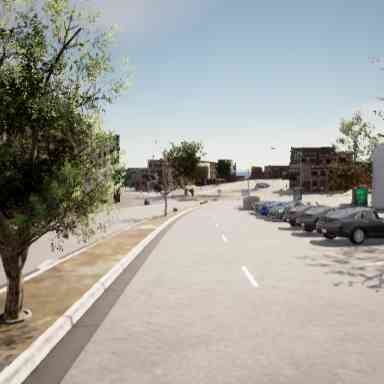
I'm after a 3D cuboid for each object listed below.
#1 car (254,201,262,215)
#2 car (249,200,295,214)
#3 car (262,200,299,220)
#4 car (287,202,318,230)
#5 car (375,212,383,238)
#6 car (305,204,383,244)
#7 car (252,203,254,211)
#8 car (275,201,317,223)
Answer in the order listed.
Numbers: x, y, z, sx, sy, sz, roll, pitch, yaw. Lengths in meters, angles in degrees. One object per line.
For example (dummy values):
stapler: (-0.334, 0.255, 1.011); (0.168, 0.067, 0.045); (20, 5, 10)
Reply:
car: (8.650, 1.634, 30.149); (5.008, 1.535, 2.097); (1, -1, -16)
car: (9.343, 1.763, 38.995); (4.792, 1.488, 2.163); (1, -1, -15)
car: (8.525, 1.480, 27.209); (4.553, 1.767, 2.185); (1, 0, -17)
car: (8.158, 1.524, 18.347); (4.892, 1.521, 2.231); (1, -1, -18)
car: (8.076, 1.459, 9.475); (5.008, 1.535, 2.097); (1, 0, -20)
car: (8.103, 1.501, 15.388); (4.892, 1.521, 2.231); (1, -1, -19)
car: (8.849, 1.706, 33.091); (4.674, 1.452, 2.002); (1, 0, -15)
car: (8.239, 1.550, 21.302); (4.892, 1.521, 2.231); (1, -1, -18)
